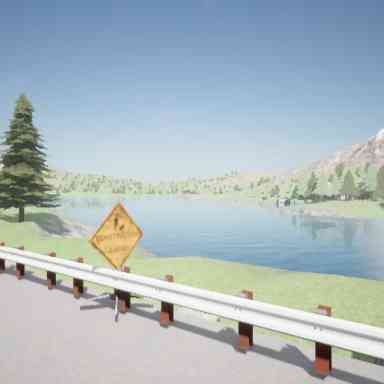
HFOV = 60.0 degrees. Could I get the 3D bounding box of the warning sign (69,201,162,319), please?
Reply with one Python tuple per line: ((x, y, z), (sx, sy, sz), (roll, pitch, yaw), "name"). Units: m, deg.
((-1.397, 1.112, 6.188), (1.060, 1.860, 1.300), (0, 0, 36), "warning sign")
